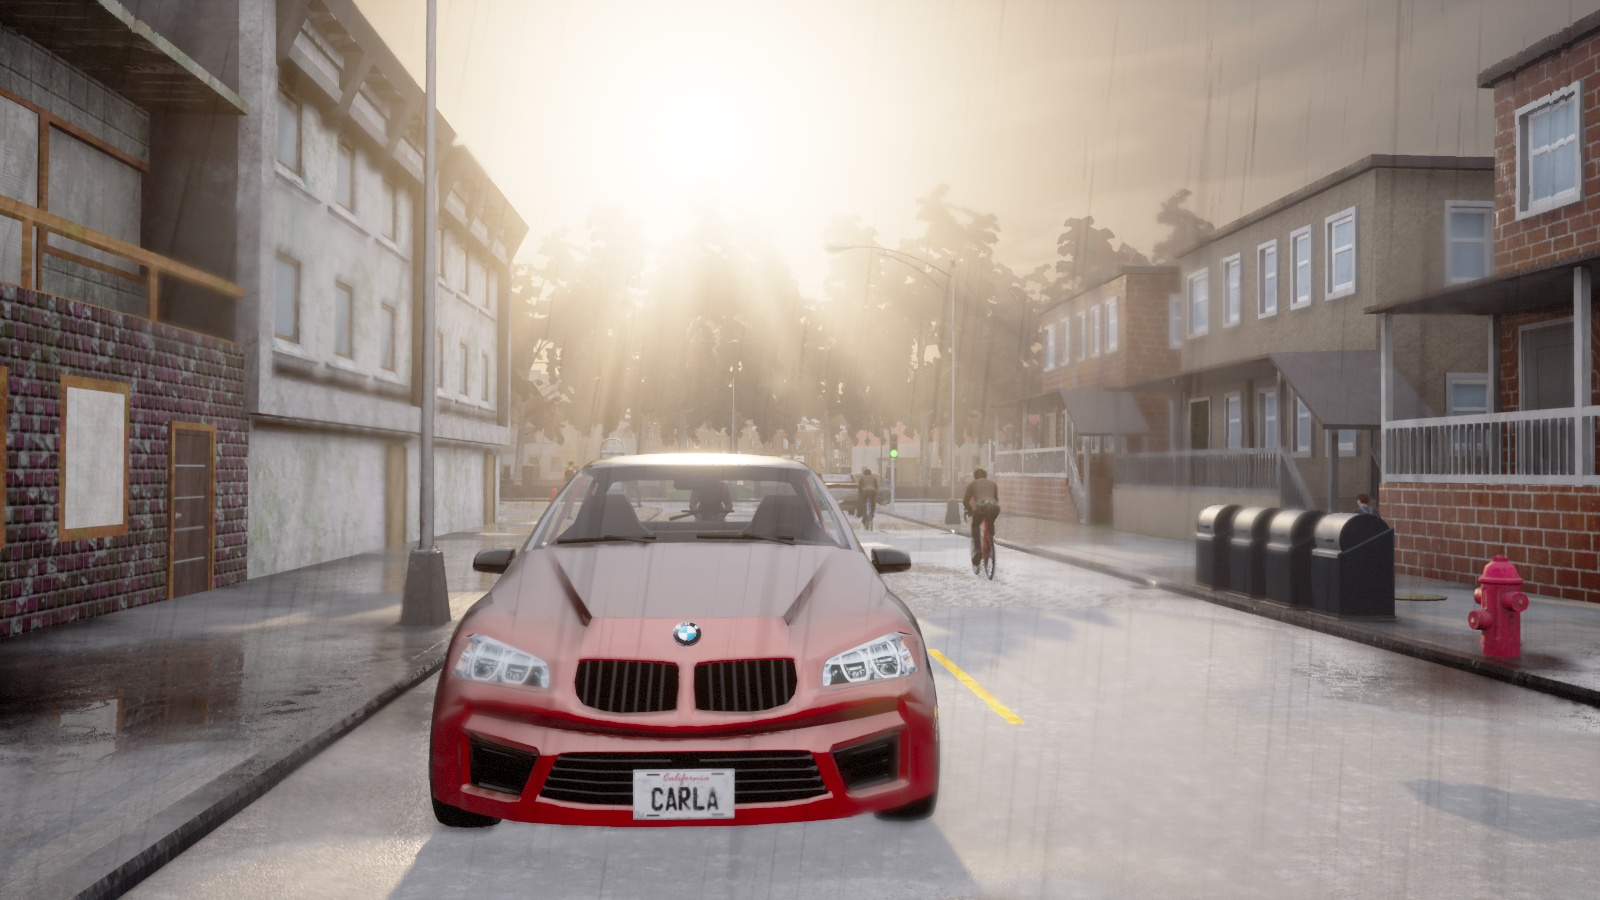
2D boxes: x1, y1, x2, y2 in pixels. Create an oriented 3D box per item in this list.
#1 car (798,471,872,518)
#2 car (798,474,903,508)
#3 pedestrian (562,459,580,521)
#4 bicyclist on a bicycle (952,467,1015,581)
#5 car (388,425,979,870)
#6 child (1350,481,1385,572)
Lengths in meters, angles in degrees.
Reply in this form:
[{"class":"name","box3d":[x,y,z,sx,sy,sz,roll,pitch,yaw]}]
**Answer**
[{"class":"car","box3d":[1.141,1.498,43.666,2.128,1.511,4.902,0,-1,-4]},{"class":"car","box3d":[2.313,1.785,55.685,2.033,1.411,5.357,-1,-1,35]},{"class":"pedestrian","box3d":[-6.786,1.175,37.230,0.345,1.836,0.594,0,-1,7]},{"class":"bicyclist on a bicycle","box3d":[2.706,1.069,18.672,0.582,1.620,1.656,0,-1,-4]},{"class":"car","box3d":[-0.578,0.780,7.099,2.242,1.667,4.611,0,-1,-4]},{"class":"child","box3d":[7.989,1.069,17.687,0.270,1.263,0.437,0,-1,-2]}]
